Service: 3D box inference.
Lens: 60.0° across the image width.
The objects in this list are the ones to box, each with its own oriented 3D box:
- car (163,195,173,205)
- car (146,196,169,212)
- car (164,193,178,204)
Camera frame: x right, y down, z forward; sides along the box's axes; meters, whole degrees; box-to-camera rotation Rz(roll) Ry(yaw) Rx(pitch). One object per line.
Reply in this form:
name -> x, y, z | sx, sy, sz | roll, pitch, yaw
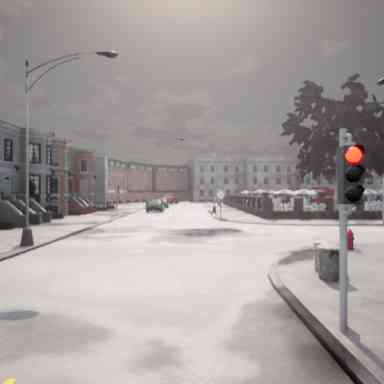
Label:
car -> -4.226, 1.553, 47.225 | 2.033, 1.411, 5.357 | 0, 0, -1
car -> -4.175, 1.552, 38.393 | 2.033, 1.411, 5.357 | 0, 0, -1
car -> -4.149, 1.219, 60.167 | 2.150, 2.045, 5.566 | 0, 1, 13
